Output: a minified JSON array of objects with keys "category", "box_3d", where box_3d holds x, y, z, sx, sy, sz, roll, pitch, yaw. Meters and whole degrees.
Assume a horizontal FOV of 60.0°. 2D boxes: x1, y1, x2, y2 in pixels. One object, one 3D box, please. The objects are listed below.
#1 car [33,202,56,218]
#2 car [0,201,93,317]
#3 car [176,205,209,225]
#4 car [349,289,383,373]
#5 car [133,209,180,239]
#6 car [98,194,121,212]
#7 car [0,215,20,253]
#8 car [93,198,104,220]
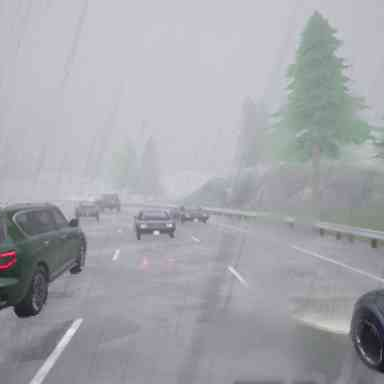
[{"category":"car","box_3d":[-14.214,1.678,31.997,1.895,1.301,4.718,0,0,-24]},{"category":"car","box_3d":[-4.003,1.243,7.541,2.150,2.045,5.566,0,0,-5]},{"category":"car","box_3d":[-0.333,1.609,24.618,1.895,1.301,4.718,0,0,-16]},{"category":"car","box_3d":[3.260,1.549,3.027,1.994,1.385,4.181,0,0,-2]},{"category":"car","box_3d":[-2.130,1.616,17.723,1.895,1.301,4.718,0,0,-12]},{"category":"car","box_3d":[-10.066,1.281,39.341,2.150,2.045,5.566,0,0,-28]},{"category":"car","box_3d":[-8.117,1.644,12.087,1.895,1.301,4.718,0,0,-9]},{"category":"car","box_3d":[-9.001,1.543,28.411,2.128,1.511,4.902,0,0,-20]}]
